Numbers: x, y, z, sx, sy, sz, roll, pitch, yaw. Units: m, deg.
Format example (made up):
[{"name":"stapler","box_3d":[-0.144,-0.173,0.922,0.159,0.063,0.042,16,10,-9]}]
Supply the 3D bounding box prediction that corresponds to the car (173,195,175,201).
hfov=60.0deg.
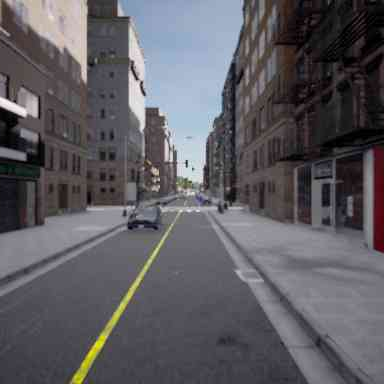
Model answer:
[{"name":"car","box_3d":[-5.398,1.675,71.574,1.947,1.339,4.313,0,0,0]}]

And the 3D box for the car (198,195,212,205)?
[{"name":"car","box_3d":[2.628,1.647,60.211,2.008,1.369,4.403,0,0,0]}]

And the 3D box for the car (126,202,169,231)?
[{"name":"car","box_3d":[-2.848,1.586,21.354,2.033,1.411,5.357,0,0,0]}]

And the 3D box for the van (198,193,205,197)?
[{"name":"van","box_3d":[2.628,1.444,65.893,1.690,1.788,3.998,0,0,0]}]

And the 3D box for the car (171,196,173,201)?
[{"name":"car","box_3d":[-5.397,1.685,65.892,1.802,1.307,4.206,0,0,0]}]

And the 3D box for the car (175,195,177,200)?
[{"name":"car","box_3d":[-5.400,1.672,82.939,2.008,1.369,4.403,0,0,0]}]

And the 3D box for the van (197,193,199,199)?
[{"name":"van","box_3d":[2.626,1.457,77.258,1.690,1.788,3.998,0,0,0]}]

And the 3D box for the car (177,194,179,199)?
[{"name":"car","box_3d":[-5.401,1.699,94.303,1.947,1.339,4.313,0,0,0]}]

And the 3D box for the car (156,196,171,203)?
[{"name":"car","box_3d":[-5.397,1.662,60.209,1.947,1.339,4.313,0,0,0]}]
